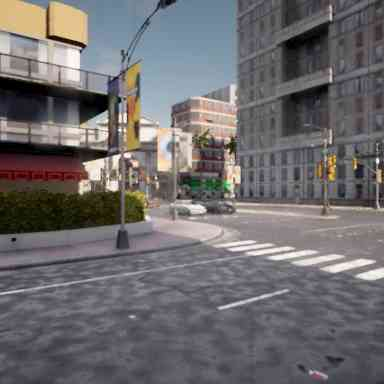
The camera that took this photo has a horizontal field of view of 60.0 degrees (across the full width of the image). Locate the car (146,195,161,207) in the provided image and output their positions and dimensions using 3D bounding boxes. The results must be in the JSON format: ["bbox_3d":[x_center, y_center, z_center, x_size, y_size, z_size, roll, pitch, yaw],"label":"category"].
[{"bbox_3d":[-6.226,1.144,46.525,2.097,1.767,4.553,0,0,-35],"label":"car"}]

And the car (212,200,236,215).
[{"bbox_3d":[2.566,1.545,33.925,1.994,1.385,4.181,0,0,-35],"label":"car"}]

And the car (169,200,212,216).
[{"bbox_3d":[-0.504,1.512,32.204,1.812,1.442,4.674,0,0,-35],"label":"car"}]
